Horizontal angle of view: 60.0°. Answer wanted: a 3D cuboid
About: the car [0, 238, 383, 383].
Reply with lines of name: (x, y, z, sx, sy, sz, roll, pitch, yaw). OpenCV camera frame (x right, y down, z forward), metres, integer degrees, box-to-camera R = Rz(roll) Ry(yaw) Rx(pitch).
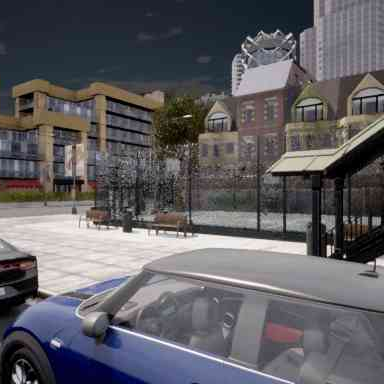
car: (0.148, 1.354, 3.198, 4.553, 1.767, 2.185, 0, 0, 35)
